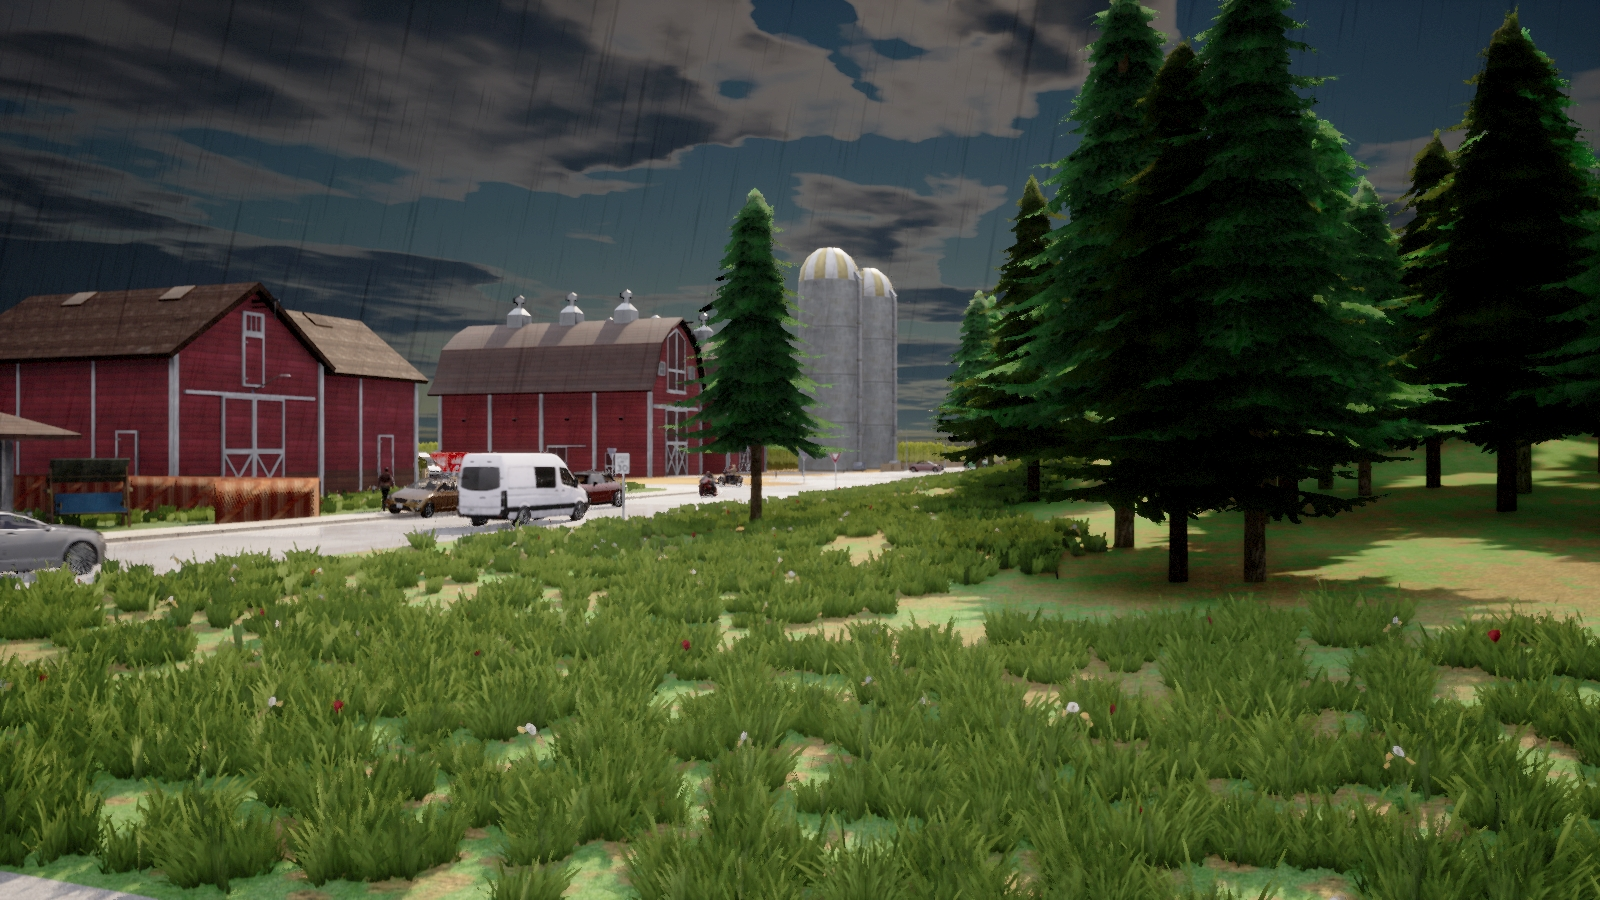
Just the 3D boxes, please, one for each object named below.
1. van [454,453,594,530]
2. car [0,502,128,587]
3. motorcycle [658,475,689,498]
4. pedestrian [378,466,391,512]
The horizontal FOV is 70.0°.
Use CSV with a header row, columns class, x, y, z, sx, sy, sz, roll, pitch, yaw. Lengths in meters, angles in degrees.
class,x,y,z,sx,sy,sz,roll,pitch,yaw
van,-9.833,1.402,41.334,1.988,2.561,5.915,0,0,20
car,-16.488,1.915,22.977,2.128,1.511,4.902,0,0,20
motorcycle,-7.223,2.074,65.151,0.867,1.251,2.209,0,0,20
pedestrian,-16.882,1.565,46.441,0.375,1.860,0.375,0,0,-2
